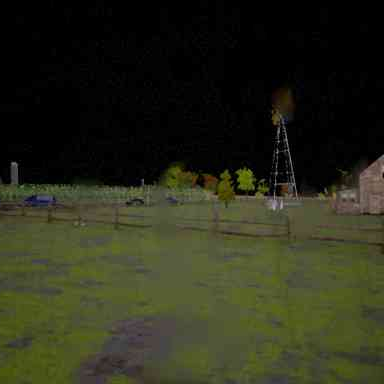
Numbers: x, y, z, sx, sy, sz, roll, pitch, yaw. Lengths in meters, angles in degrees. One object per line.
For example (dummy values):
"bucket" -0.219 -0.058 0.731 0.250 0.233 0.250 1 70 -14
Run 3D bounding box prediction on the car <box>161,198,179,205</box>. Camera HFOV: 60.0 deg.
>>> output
"car" -4.698 1.937 70.408 1.812 1.442 4.674 -1 -1 36

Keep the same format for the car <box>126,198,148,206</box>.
"car" -10.368 1.925 62.449 1.994 1.385 4.181 -1 -1 36

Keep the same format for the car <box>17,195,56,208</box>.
"car" -23.124 1.474 49.744 2.150 2.045 5.566 -1 -1 35

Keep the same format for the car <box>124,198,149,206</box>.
"car" -10.969 1.911 66.431 1.882 1.535 5.008 -1 -2 36
